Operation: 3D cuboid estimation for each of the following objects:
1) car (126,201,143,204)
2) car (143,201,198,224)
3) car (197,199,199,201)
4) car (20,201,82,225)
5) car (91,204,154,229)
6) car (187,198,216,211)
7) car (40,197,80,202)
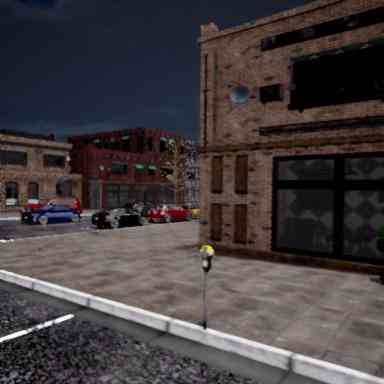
[{"bbox_3d":[-5.537,1.677,32.409,1.837,1.490,4.892,1,0,36],"label":"car"},{"bbox_3d":[-1.744,1.697,27.795,1.967,1.590,4.097,1,0,36],"label":"car"},{"bbox_3d":[0.561,1.871,40.725,1.895,1.301,4.718,1,0,36],"label":"car"},{"bbox_3d":[-10.688,1.653,25.391,1.994,1.385,4.181,1,0,36],"label":"car"},{"bbox_3d":[-5.025,1.770,23.319,1.947,1.339,4.313,1,0,36],"label":"car"},{"bbox_3d":[1.332,1.712,46.173,1.967,1.590,4.097,1,0,36],"label":"car"},{"bbox_3d":[-11.781,1.375,28.271,2.192,1.841,5.009,1,0,36],"label":"car"}]
